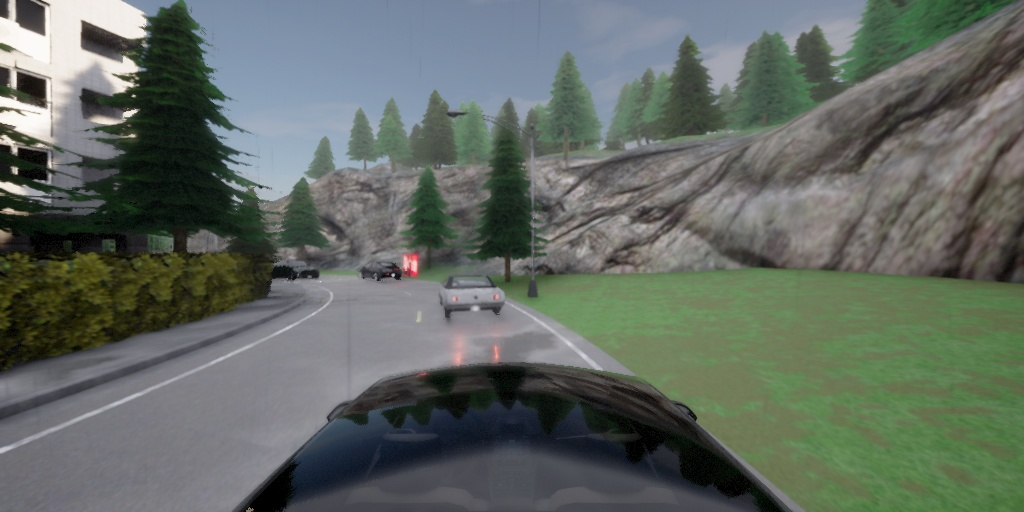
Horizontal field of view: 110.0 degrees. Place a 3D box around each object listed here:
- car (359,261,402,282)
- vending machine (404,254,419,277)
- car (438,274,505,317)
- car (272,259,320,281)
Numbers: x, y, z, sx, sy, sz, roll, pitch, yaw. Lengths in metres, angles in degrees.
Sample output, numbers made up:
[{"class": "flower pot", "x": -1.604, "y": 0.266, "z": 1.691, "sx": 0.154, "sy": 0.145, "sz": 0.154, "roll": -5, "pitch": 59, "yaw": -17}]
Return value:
[{"class": "car", "x": -10.465, "y": 1.172, "z": 28.301, "sx": 1.837, "sy": 1.490, "sz": 4.892, "roll": 0, "pitch": 0, "yaw": -44}, {"class": "vending machine", "x": -8.990, "y": 0.832, "z": 32.072, "sx": 0.880, "sy": 2.100, "sz": 1.100, "roll": 0, "pitch": 0, "yaw": 42}, {"class": "car", "x": -1.651, "y": 1.297, "z": 13.041, "sx": 1.895, "sy": 1.301, "sz": 4.718, "roll": 0, "pitch": 0, "yaw": -14}, {"class": "car", "x": -18.031, "y": 1.060, "z": 29.703, "sx": 4.553, "sy": 1.767, "sz": 2.097, "roll": 0, "pitch": 0, "yaw": 31}]
